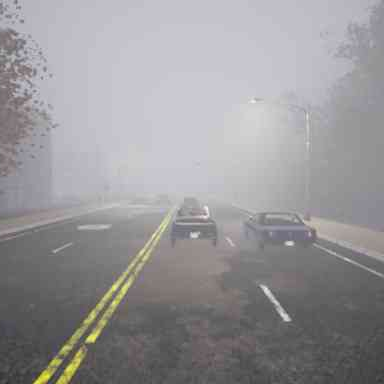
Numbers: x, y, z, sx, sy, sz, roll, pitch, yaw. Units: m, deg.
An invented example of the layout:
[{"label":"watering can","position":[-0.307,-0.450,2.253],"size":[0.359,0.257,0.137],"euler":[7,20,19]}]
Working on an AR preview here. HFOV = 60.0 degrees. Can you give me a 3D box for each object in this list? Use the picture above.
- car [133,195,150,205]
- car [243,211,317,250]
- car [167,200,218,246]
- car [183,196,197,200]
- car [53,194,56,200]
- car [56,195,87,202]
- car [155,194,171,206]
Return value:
[{"label":"car","position":[-7.058,1.056,46.759],"size":[1.895,1.301,4.718],"euler":[0,1,0]},{"label":"car","position":[3.317,1.439,13.581],"size":[1.895,1.301,4.718],"euler":[0,1,-1]},{"label":"car","position":[0.057,1.322,14.302],"size":[2.128,1.511,4.902],"euler":[0,1,-1]},{"label":"car","position":[-0.189,1.152,31.816],"size":[1.812,1.442,4.674],"euler":[0,1,-1]},{"label":"car","position":[-29.133,1.045,66.408],"size":[4.403,1.369,2.008],"euler":[-1,2,-1]},{"label":"car","position":[-20.665,1.144,58.031],"size":[4.313,1.339,1.947],"euler":[-1,2,-1]},{"label":"car","position":[-3.790,0.962,44.099],"size":[1.882,1.535,5.008],"euler":[0,0,0]}]
